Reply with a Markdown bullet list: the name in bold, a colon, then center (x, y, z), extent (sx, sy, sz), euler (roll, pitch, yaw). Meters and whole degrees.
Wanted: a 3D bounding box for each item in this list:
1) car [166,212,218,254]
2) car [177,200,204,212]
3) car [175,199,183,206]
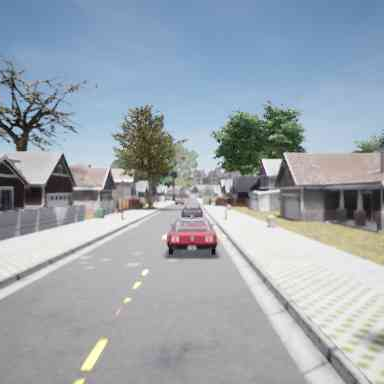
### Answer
- **car**: center (0.014, 1.732, 14.102), extent (1.895, 1.301, 4.718), euler (0, 0, 0)
- **car**: center (0.030, 1.759, 29.287), extent (2.128, 1.511, 4.902), euler (0, 0, 0)
- **car**: center (-2.687, 2.152, 71.783), extent (2.033, 1.411, 5.357), euler (0, 0, 0)
